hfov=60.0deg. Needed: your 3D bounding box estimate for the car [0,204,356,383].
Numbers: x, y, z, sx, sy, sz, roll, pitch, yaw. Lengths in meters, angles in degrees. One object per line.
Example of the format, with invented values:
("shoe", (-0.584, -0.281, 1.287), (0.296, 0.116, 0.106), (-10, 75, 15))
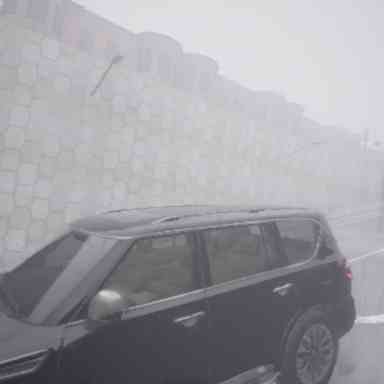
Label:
("car", (-0.512, 1.215, 3.612), (5.566, 2.045, 2.150), (-1, 1, -34))
